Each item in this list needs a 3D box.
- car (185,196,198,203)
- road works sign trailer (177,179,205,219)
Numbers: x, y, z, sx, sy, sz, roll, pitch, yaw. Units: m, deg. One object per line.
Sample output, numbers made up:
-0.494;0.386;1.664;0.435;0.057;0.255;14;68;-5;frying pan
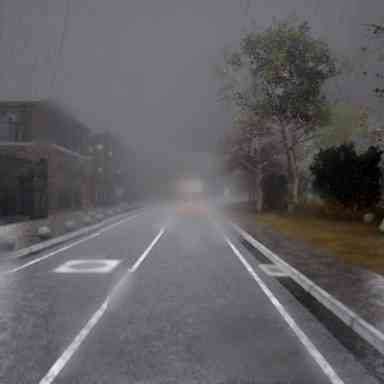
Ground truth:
-0.109;1.705;73.651;2.128;1.511;4.902;0;0;17;car
-0.030;0.583;30.101;2.380;3.560;2.880;0;0;0;road works sign trailer
